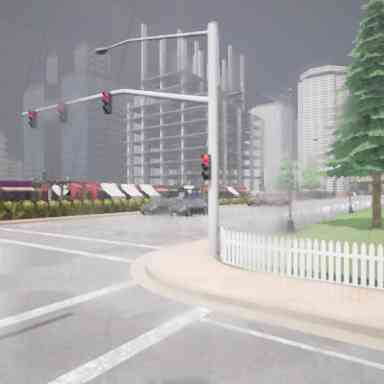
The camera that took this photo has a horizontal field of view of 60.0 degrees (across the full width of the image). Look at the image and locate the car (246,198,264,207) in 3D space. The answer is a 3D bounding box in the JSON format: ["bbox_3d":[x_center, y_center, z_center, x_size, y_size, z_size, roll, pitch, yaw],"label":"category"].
[{"bbox_3d":[10.581,1.621,53.481,2.033,1.411,5.357,0,0,34],"label":"car"}]

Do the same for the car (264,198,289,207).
[{"bbox_3d":[13.466,1.610,51.500,2.033,1.411,5.357,0,0,34],"label":"car"}]

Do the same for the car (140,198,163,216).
[{"bbox_3d":[-3.123,1.424,33.393,2.097,1.767,4.553,0,0,34],"label":"car"}]

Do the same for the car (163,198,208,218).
[{"bbox_3d":[-0.284,1.413,31.343,2.097,1.767,4.553,0,0,34],"label":"car"}]
